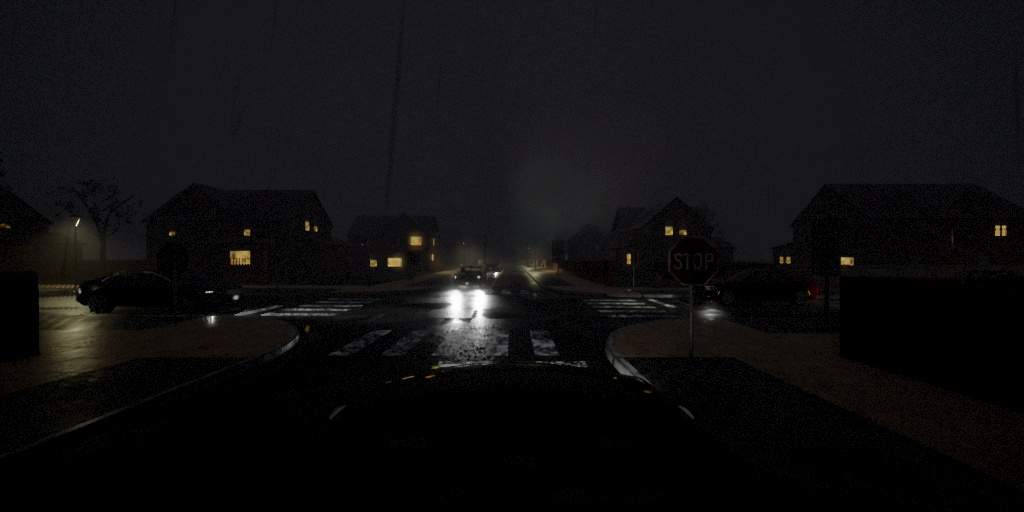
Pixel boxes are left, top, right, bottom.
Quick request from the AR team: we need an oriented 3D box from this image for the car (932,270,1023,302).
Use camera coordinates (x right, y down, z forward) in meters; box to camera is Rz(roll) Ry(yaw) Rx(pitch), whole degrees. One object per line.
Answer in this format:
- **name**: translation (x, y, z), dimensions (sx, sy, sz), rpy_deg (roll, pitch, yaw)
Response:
- **car**: translation (20.770, 1.370, 15.768), dimensions (4.902, 1.511, 2.128), rpy_deg (0, 0, 0)

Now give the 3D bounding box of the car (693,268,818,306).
- **car**: translation (10.473, 1.295, 15.710), dimensions (5.008, 1.535, 1.882), rpy_deg (0, 0, -2)

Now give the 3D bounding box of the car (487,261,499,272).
- **car**: translation (-2.720, 1.415, 47.340), dimensions (1.994, 1.385, 4.181), rpy_deg (0, 0, 0)

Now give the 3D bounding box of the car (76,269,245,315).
- **car**: translation (-12.299, 1.199, 12.763), dimensions (4.902, 1.511, 2.128), rpy_deg (0, 0, -1)

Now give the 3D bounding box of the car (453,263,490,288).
- **car**: translation (-2.733, 1.379, 24.119), dimensions (1.895, 1.301, 4.718), rpy_deg (0, 0, 0)
